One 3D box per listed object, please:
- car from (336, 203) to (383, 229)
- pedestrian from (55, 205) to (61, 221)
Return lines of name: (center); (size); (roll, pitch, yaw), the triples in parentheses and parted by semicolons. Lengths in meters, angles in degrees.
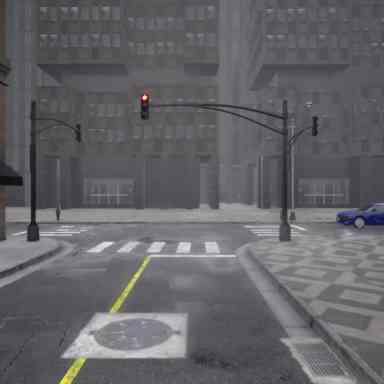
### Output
car: (11.811, 1.458, 21.124); (5.008, 1.535, 1.882); (0, 0, 1)
pedestrian: (-9.817, 1.532, 24.418); (0.500, 1.100, 0.500); (0, 0, 1)
